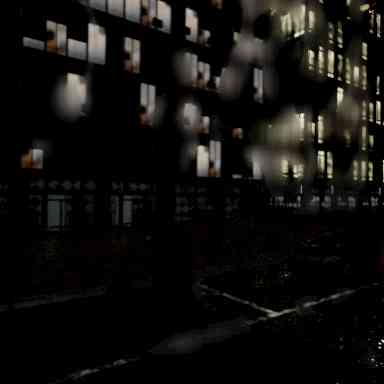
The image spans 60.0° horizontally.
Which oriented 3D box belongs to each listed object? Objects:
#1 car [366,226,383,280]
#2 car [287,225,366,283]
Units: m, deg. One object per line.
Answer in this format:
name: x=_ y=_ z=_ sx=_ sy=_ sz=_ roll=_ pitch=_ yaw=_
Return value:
car: x=6.893 y=1.310 z=8.280 sx=5.566 sy=2.045 sz=2.150 roll=1 pitch=0 yaw=-35
car: x=4.643 y=1.662 z=9.856 sx=4.206 sy=1.307 sz=1.802 roll=1 pitch=0 yaw=-35
